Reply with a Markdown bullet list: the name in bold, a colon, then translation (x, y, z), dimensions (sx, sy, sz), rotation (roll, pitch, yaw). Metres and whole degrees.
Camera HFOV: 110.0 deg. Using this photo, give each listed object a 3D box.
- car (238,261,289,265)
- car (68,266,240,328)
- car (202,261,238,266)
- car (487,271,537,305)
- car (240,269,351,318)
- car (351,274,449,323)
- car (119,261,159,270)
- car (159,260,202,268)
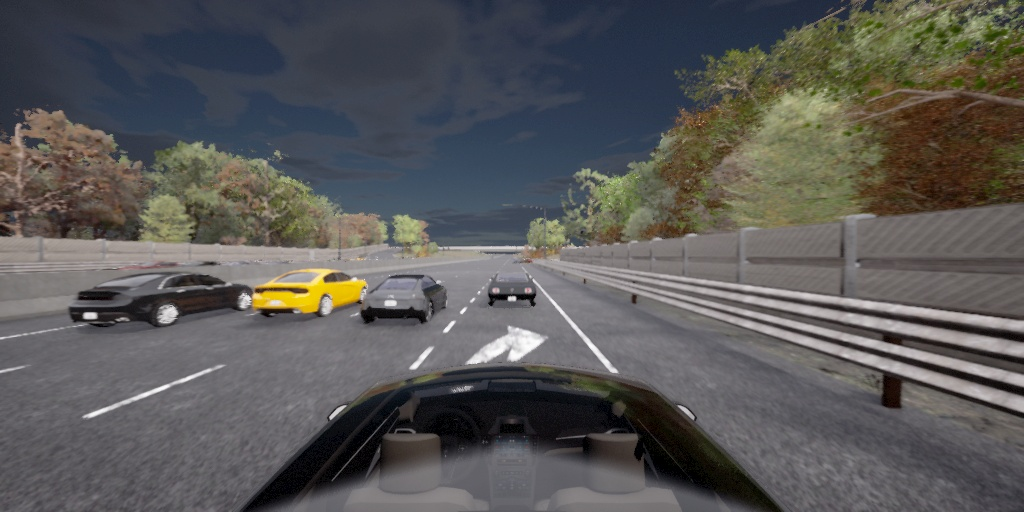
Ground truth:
- **car**: translation (-21.073, 1.234, 31.818), dimensions (2.033, 1.411, 5.357), rotation (0, 0, 0)
- **car**: translation (-10.397, 1.228, 11.264), dimensions (1.837, 1.490, 4.892), rotation (0, 0, 0)
- **car**: translation (-24.568, 1.178, 32.364), dimensions (2.128, 1.511, 4.902), rotation (0, 0, 0)
- **car**: translation (0.003, 1.316, 15.655), dimensions (1.895, 1.301, 4.718), rotation (0, 0, 0)
- **car**: translation (-6.895, 1.198, 12.921), dimensions (1.882, 1.535, 5.008), rotation (0, 0, 0)
- **car**: translation (-3.394, 1.287, 12.030), dimensions (1.994, 1.385, 4.181), rotation (0, 0, 0)
- **car**: translation (-31.566, 1.162, 31.692), dimensions (1.882, 1.535, 5.008), rotation (0, 0, 0)
- **car**: translation (-28.067, 1.192, 32.102), dimensions (1.837, 1.490, 4.892), rotation (0, -1, 0)
